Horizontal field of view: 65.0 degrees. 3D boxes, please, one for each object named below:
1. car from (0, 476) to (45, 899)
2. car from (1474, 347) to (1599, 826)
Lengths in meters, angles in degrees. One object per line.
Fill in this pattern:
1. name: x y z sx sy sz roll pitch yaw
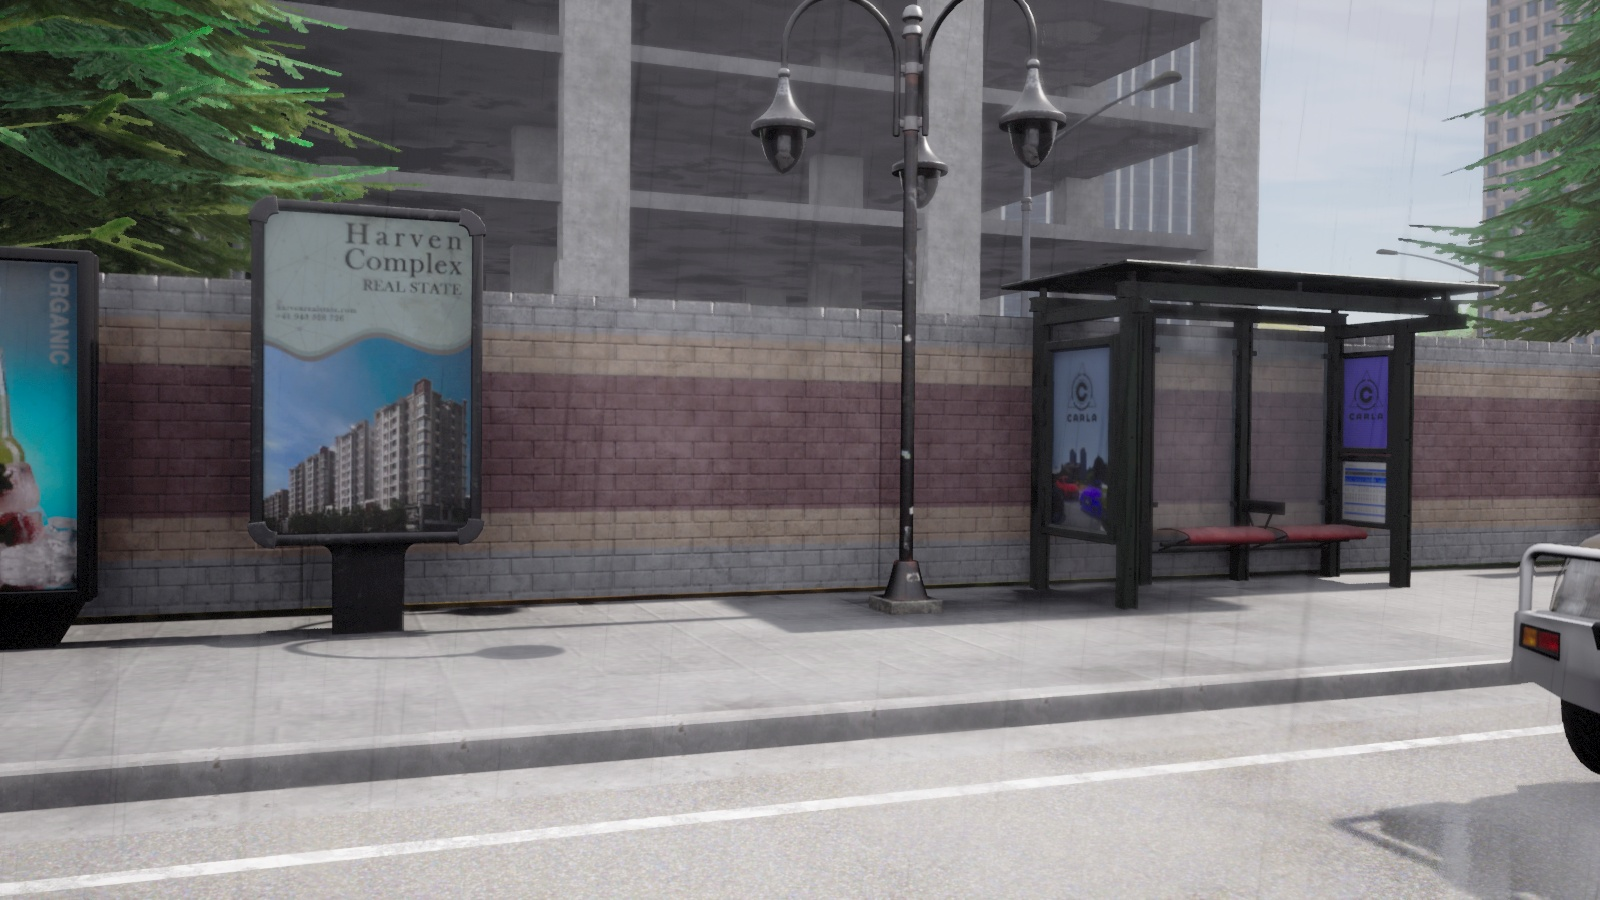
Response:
1. car: -3.928 0.838 1.747 4.674 1.442 1.812 -1 1 -21
2. car: 5.386 0.468 5.286 4.605 1.855 1.932 -2 1 -21
